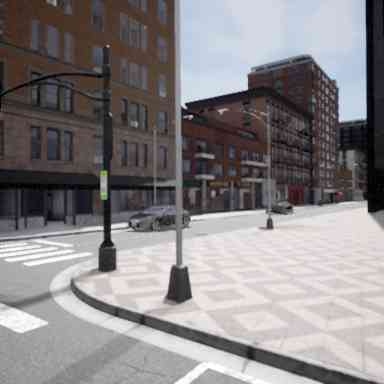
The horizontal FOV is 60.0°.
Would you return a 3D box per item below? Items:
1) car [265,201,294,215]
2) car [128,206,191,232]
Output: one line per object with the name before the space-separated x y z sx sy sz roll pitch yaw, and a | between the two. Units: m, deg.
car | 10.126 1.811 38.377 1.882 1.535 5.008 -1 -1 36
car | -1.985 1.654 21.590 2.128 1.511 4.902 -1 -1 36
